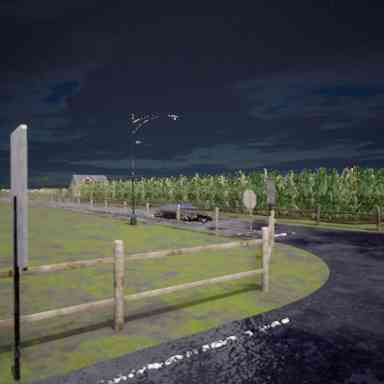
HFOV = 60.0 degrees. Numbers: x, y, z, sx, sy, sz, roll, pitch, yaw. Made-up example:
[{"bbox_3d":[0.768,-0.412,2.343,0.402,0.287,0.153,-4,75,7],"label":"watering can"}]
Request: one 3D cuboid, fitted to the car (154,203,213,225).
[{"bbox_3d":[-0.779,1.507,24.406,2.033,1.411,5.357,-1,1,-37],"label":"car"}]
